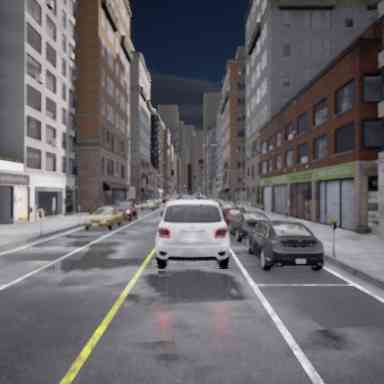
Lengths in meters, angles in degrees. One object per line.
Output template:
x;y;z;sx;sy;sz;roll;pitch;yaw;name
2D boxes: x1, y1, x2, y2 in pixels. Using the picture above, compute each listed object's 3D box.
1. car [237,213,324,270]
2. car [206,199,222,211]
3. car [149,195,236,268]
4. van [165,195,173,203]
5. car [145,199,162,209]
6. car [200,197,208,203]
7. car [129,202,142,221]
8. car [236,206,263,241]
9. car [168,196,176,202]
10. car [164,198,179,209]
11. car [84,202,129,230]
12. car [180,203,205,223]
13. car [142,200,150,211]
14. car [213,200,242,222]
2.859;1.592;10.914;2.008;1.369;4.403;0;0;0;car
2.867;1.691;44.238;1.752;1.417;4.829;0;0;0;car
0.039;1.267;11.566;2.150;2.045;5.566;0;0;1;car
-5.650;1.665;81.872;1.690;1.788;3.998;0;0;0;van
-5.657;1.738;49.596;2.008;1.369;4.403;0;0;0;car
2.876;1.890;81.868;1.947;1.339;4.313;0;0;0;car
-5.663;1.542;27.494;1.967;1.590;4.097;0;0;0;car
2.860;1.612;16.439;2.008;1.369;4.403;0;0;0;car
-5.647;1.812;92.874;1.967;1.590;4.097;0;0;0;car
-3.037;1.713;49.898;1.812;1.442;4.674;0;0;1;car
-5.664;1.606;21.798;1.752;1.417;4.829;0;0;0;car
0.053;1.667;27.781;1.994;1.385;4.181;0;0;0;car
-5.659;1.690;43.901;1.752;1.417;4.829;0;0;0;car
2.863;1.542;27.491;1.967;1.590;4.097;0;0;0;car
